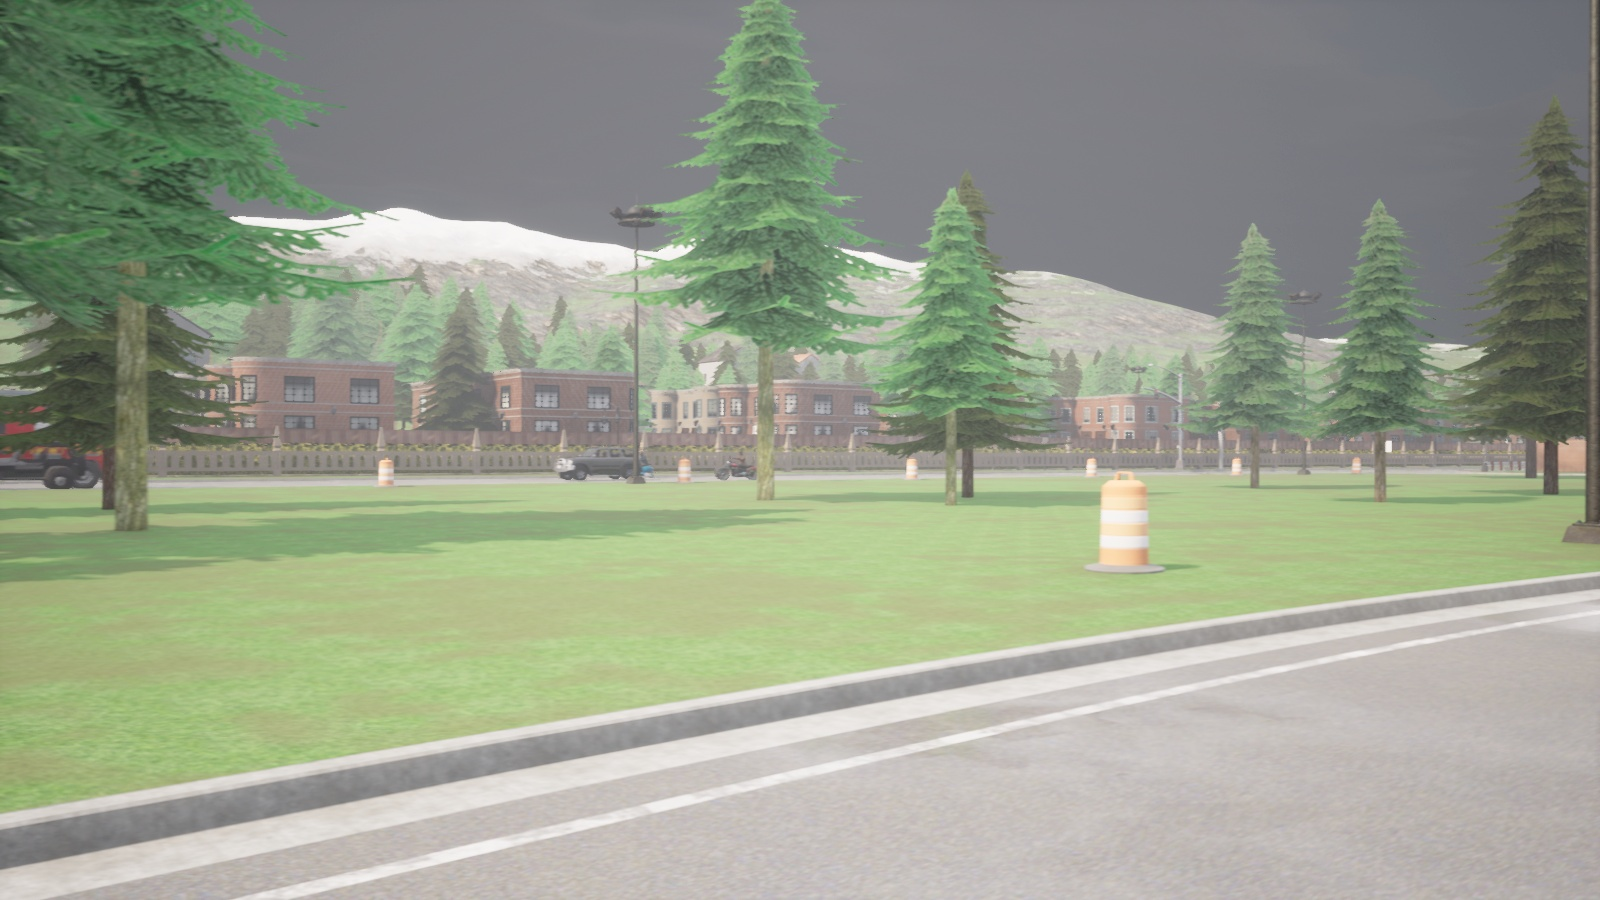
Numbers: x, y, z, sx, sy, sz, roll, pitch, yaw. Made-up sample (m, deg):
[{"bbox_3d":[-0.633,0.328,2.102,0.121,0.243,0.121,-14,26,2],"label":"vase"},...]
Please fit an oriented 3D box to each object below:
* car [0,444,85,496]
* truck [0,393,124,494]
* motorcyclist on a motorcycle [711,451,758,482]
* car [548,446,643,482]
[{"bbox_3d":[-28.492,0.714,45.942,3.866,1.878,1.905,0,0,-35],"label":"car"},{"bbox_3d":[-31.033,-0.235,48.439,8.468,3.827,2.891,0,0,-35],"label":"truck"},{"bbox_3d":[-3.500,0.867,67.168,2.350,1.649,0.766,0,1,-22],"label":"motorcyclist on a motorcycle"},{"bbox_3d":[-10.879,0.748,66.817,4.605,1.855,1.932,0,0,-35],"label":"car"}]
